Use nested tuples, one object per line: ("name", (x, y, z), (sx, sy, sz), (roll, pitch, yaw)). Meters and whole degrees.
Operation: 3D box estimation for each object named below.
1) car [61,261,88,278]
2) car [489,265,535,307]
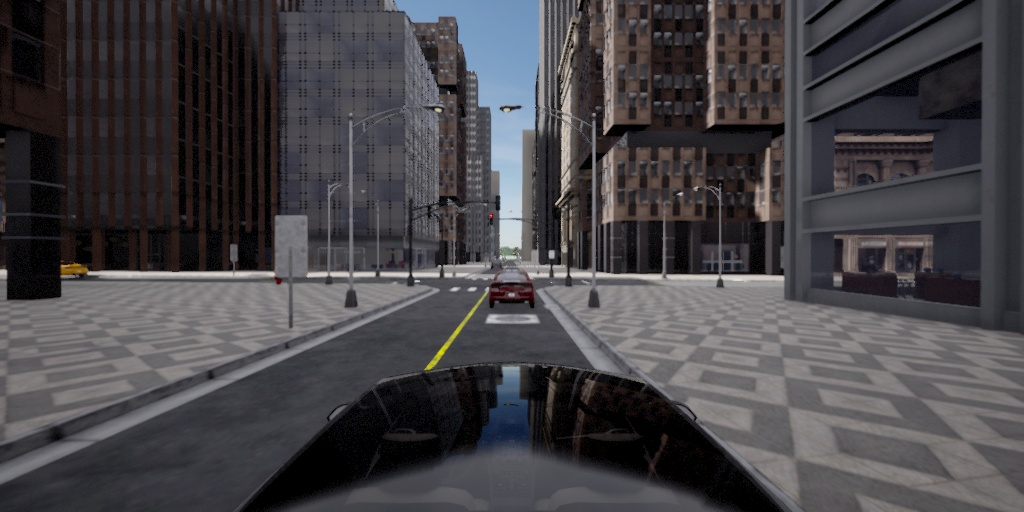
("car", (-40.331, 1.160, 31.372), (5.008, 1.535, 1.882), (1, 0, 0))
("car", (0.001, 1.364, 16.325), (1.882, 1.535, 5.008), (0, 0, 0))
